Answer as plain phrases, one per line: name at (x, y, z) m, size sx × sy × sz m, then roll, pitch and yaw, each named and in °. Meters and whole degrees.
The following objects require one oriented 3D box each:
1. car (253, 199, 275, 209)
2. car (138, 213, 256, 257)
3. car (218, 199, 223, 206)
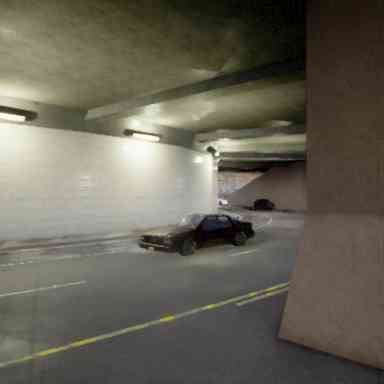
car at (10.503, 1.703, 48.797) m, size 1.812 × 1.442 × 4.674 m, roll 0°, pitch 0°, yaw -12°
car at (0.454, 1.603, 13.590) m, size 2.033 × 1.411 × 5.357 m, roll 0°, pitch 0°, yaw 45°
car at (4.254, 1.807, 61.375) m, size 1.994 × 1.385 × 4.181 m, roll 0°, pitch 0°, yaw -12°
